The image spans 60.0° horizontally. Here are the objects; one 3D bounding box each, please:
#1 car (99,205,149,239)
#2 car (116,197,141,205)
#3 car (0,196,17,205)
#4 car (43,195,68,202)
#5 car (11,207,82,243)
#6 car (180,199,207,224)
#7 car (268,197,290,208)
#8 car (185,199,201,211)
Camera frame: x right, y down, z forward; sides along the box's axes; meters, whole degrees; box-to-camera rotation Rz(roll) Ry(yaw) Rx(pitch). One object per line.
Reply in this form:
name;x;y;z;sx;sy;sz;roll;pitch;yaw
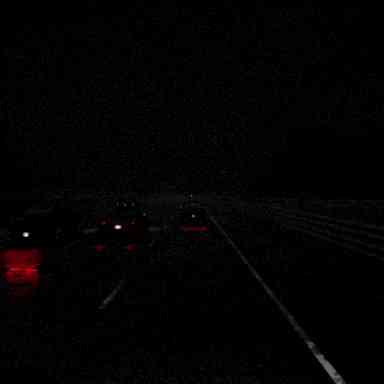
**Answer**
car;-3.400;1.576;17.274;1.994;1.385;4.181;0;0;0
car;-6.901;1.374;36.433;2.097;1.767;4.553;0;0;0
car;-24.501;1.335;42.929;1.837;1.490;4.892;0;0;0
car;-17.501;1.168;42.933;1.812;1.442;4.674;0;0;0
car;-6.900;1.516;16.265;1.837;1.490;4.892;0;0;0
car;0.099;1.492;25.262;1.882;1.535;5.008;0;0;0
car;11.803;1.432;45.670;1.812;1.442;4.674;0;0;-20
car;0.100;1.594;42.948;1.994;1.385;4.181;0;0;0
